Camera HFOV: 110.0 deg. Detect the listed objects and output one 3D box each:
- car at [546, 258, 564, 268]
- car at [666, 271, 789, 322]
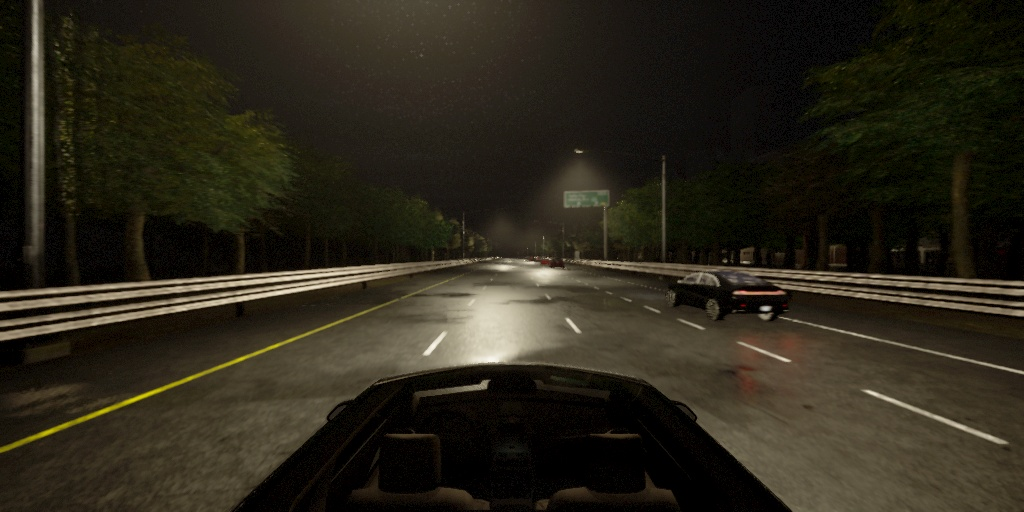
[{"bbox_3d":[7.161,1.073,58.167,2.097,1.767,4.553,0,0,0],"label":"car"},{"bbox_3d":[7.009,1.245,12.318,2.128,1.511,4.902,0,0,0],"label":"car"}]
